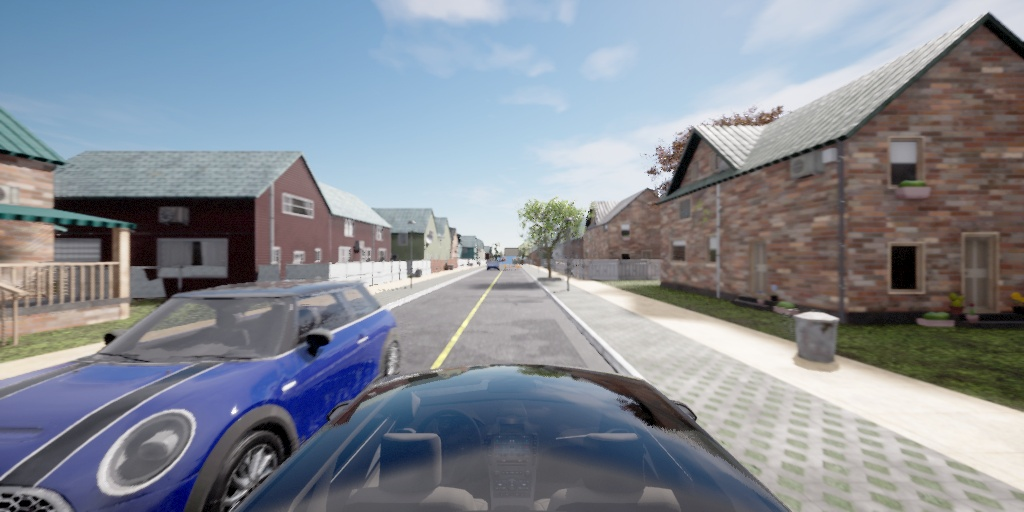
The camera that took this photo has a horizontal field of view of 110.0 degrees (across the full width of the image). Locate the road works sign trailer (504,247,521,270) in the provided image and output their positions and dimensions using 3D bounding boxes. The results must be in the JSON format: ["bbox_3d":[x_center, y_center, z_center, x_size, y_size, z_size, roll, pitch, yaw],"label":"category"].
[{"bbox_3d":[-0.039,0.395,55.173,2.380,3.560,2.880,0,0,0],"label":"road works sign trailer"}]

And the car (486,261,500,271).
[{"bbox_3d":[-2.842,1.475,54.474,2.033,1.411,5.357,0,0,1],"label":"car"}]

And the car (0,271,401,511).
[{"bbox_3d":[-2.848,1.104,3.914,2.097,1.767,4.553,0,0,0],"label":"car"}]
